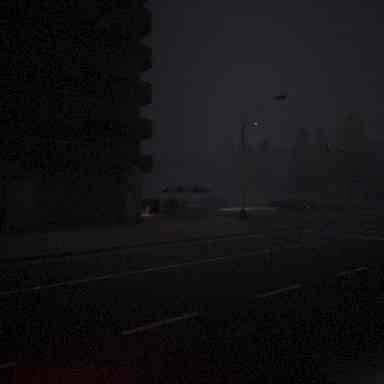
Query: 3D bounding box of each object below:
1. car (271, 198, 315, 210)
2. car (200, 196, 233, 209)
[{"bbox_3d":[11.112,1.321,37.139,1.895,1.301,4.718,-1,0,-36],"label":"car"},{"bbox_3d":[3.020,1.253,41.809,1.837,1.490,4.892,0,0,-38],"label":"car"}]
